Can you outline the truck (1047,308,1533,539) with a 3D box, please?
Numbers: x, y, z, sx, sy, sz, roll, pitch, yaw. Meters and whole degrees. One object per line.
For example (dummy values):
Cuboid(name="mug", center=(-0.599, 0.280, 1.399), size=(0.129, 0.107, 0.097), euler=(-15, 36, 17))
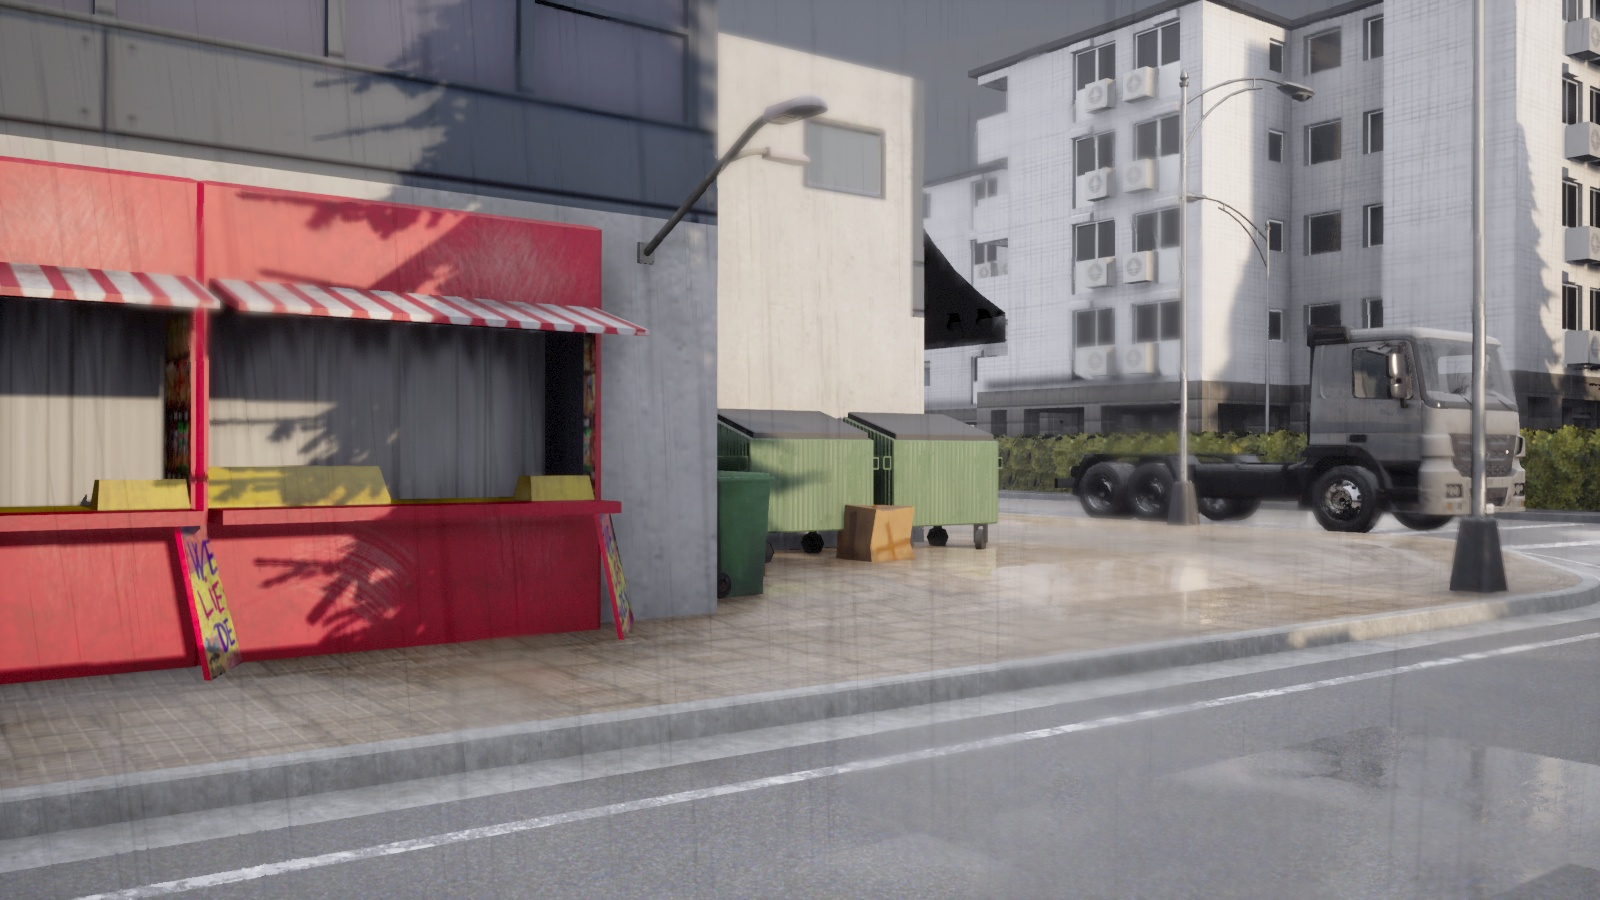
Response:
Cuboid(name="truck", center=(8.481, -0.374, 22.901), size=(2.891, 3.462, 7.936), euler=(0, 0, -36))
